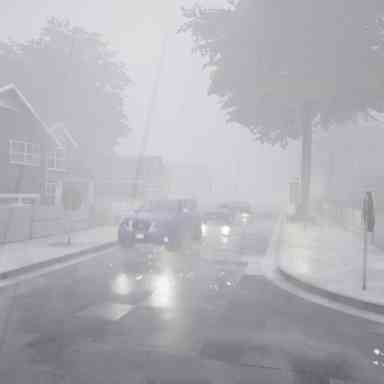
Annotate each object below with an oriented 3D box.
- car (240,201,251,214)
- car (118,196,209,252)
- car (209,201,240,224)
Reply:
[{"bbox_3d":[5.561,1.688,37.758,1.994,1.385,4.181,1,0,16],"label":"car"},{"bbox_3d":[-1.087,1.219,14.375,2.150,2.045,5.566,1,0,16],"label":"car"},{"bbox_3d":[2.215,1.538,26.005,1.882,1.535,5.008,1,0,16],"label":"car"}]
